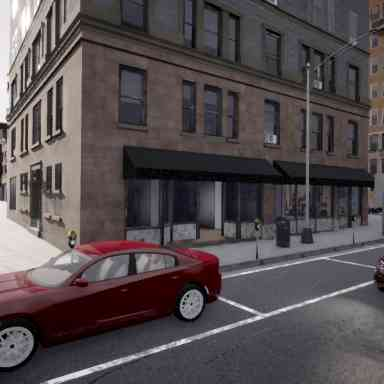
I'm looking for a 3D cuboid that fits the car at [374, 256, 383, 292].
[{"bbox_3d":[6.091,1.527,7.659,4.674,1.442,1.812,0,0,-35],"label":"car"}]

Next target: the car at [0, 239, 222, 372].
[{"bbox_3d":[-1.536,1.545,5.658,4.507,1.381,1.887,0,1,-35],"label":"car"}]

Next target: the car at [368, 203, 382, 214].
[{"bbox_3d":[16.262,1.411,33.347,2.033,1.411,5.357,1,0,-35],"label":"car"}]
